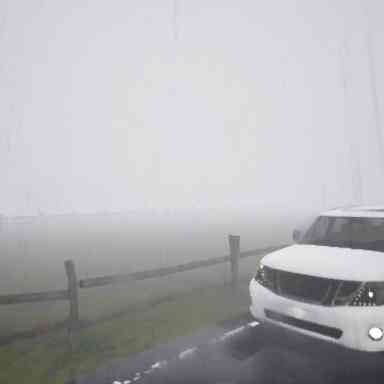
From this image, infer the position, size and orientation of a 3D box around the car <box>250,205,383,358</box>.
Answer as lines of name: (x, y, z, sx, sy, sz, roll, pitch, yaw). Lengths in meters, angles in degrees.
car: (3.471, 1.311, 6.444, 5.566, 2.045, 2.150, 0, -2, -43)
